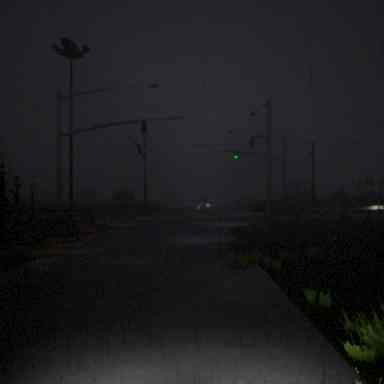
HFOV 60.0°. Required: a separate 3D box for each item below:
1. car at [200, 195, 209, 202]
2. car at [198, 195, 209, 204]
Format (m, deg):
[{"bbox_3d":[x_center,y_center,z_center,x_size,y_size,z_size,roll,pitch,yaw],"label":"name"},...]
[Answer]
[{"bbox_3d":[2.849,1.353,74.507,1.837,1.490,4.892,0,0,3],"label":"car"},{"bbox_3d":[2.060,1.357,59.022,1.882,1.535,5.008,0,0,3],"label":"car"}]
